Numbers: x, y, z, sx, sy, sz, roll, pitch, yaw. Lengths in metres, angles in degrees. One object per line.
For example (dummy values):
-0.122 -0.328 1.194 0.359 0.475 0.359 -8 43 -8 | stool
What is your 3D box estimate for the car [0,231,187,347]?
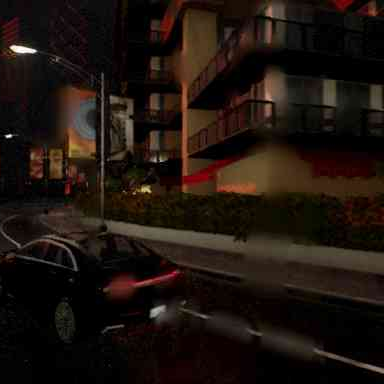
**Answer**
-2.284 1.525 6.476 4.902 1.511 2.128 0 0 42 | car
